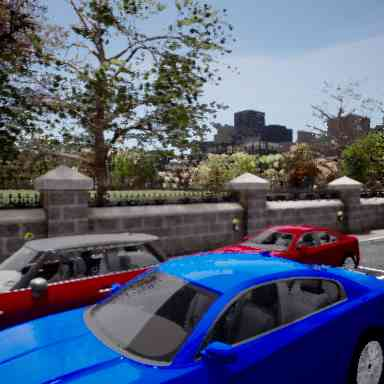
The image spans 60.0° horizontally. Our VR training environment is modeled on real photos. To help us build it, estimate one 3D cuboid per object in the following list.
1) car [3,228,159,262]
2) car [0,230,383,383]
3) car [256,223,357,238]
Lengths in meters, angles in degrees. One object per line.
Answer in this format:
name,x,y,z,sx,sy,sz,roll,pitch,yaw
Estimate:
car,-2.115,1.436,5.056,4.097,1.590,1.967,0,0,-36
car,0.214,1.469,3.513,5.008,1.535,1.882,0,0,-35
car,2.392,1.519,8.271,4.507,1.381,1.887,0,0,-36
